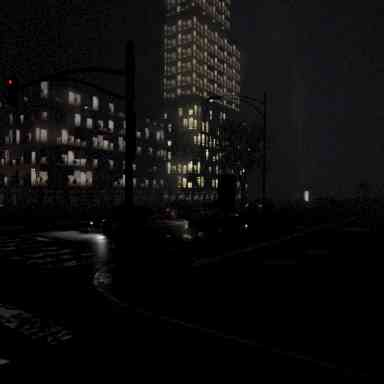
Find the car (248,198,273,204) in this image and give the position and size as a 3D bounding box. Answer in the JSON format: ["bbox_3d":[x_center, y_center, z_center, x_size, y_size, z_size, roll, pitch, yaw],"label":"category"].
[{"bbox_3d":[7.744,1.492,37.413,2.097,1.767,4.553,1,0,37],"label":"car"}]

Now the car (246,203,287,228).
[{"bbox_3d":[4.775,1.736,23.465,1.947,1.339,4.313,1,0,36],"label":"car"}]

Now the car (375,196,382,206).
[{"bbox_3d":[35.093,1.940,64.710,1.752,1.417,4.829,1,0,36],"label":"car"}]

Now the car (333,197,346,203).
[{"bbox_3d":[34.748,1.861,78.344,1.752,1.417,4.829,1,0,36],"label":"car"}]

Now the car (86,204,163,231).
[{"bbox_3d":[-4.337,1.548,21.088,1.837,1.490,4.892,1,0,36],"label":"car"}]

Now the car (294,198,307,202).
[{"bbox_3d":[18.253,1.726,56.023,1.752,1.417,4.829,1,0,36],"label":"car"}]

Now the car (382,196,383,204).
[{"bbox_3d":[41.592,1.783,73.502,2.192,1.841,5.009,1,0,36],"label":"car"}]

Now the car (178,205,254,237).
[{"bbox_3d":[1.517,1.696,19.056,2.008,1.369,4.403,1,0,36],"label":"car"}]

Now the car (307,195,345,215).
[{"bbox_3d":[15.269,1.569,37.738,2.192,1.841,5.009,1,0,36],"label":"car"}]

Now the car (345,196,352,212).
[{"bbox_3d":[18.540,1.720,42.223,1.967,1.590,4.097,1,0,36],"label":"car"}]

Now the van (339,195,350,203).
[{"bbox_3d":[38.150,1.705,82.945,1.690,1.788,3.998,1,0,36],"label":"van"}]

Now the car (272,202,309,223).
[{"bbox_3d":[8.031,1.778,27.873,1.802,1.307,4.206,1,0,36],"label":"car"}]

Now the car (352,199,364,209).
[{"bbox_3d":[25.096,1.773,51.180,1.967,1.590,4.097,1,0,36],"label":"car"}]

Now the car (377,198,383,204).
[{"bbox_3d":[44.888,2.047,77.967,2.008,1.369,4.403,1,0,36],"label":"car"}]

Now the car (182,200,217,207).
[{"bbox_3d":[1.659,1.568,29.198,1.882,1.535,5.008,1,0,36],"label":"car"}]

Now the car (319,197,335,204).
[{"bbox_3d":[28.251,1.848,69.552,1.947,1.339,4.313,1,0,36],"label":"car"}]

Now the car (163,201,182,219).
[{"bbox_3d":[-1.541,1.480,29.450,1.967,1.590,4.097,1,0,36],"label":"car"}]
